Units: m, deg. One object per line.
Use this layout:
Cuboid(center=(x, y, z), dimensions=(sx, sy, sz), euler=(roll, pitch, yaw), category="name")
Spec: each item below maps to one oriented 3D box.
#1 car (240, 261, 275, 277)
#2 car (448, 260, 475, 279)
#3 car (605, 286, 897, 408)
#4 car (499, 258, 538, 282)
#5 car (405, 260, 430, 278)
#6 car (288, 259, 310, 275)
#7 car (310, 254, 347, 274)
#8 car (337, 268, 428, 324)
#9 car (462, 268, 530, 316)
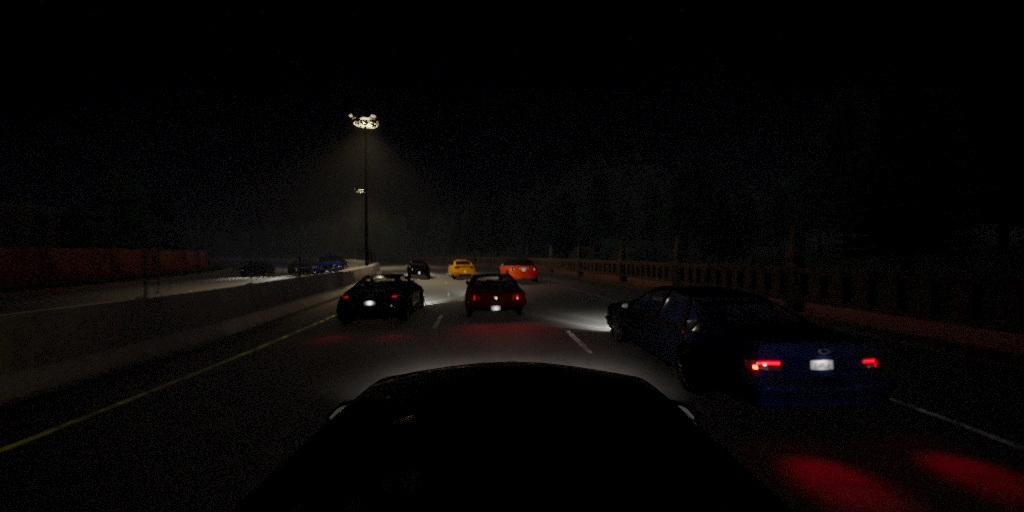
Cuboid(center=(-24.388, 1.190, 34.609), dimensions=(2.033, 1.411, 5.357), euler=(0, 0, -22), category="car")
Cuboid(center=(-4.391, 1.075, 30.819), dimensions=(1.882, 1.535, 5.008), euler=(0, 0, -16), category="car")
Cuboid(center=(3.354, 1.259, 6.546), dimensions=(2.033, 1.411, 5.357), euler=(0, 0, -3), category="car")
Cuboid(center=(0.339, 0.958, 26.572), dimensions=(2.097, 1.767, 4.553), euler=(0, 0, -13), category="car")
Cuboid(center=(-8.289, 1.111, 31.580), dimensions=(1.837, 1.490, 4.892), euler=(0, 0, -17), category="car")
Cuboid(center=(-21.572, 1.113, 36.767), dimensions=(2.128, 1.511, 4.902), euler=(0, 0, -23), category="car")
Cuboid(center=(-15.817, 0.852, 31.627), dimensions=(2.150, 2.045, 5.566), euler=(0, 0, -19), category="car")
Cuboid(center=(-4.161, 1.269, 11.931), dimensions=(1.994, 1.385, 4.181), euler=(0, 0, -6), category="car")
Cuboid(center=(-0.747, 1.288, 13.120), dimensions=(1.895, 1.301, 4.718), euler=(0, 0, -7), category="car")
